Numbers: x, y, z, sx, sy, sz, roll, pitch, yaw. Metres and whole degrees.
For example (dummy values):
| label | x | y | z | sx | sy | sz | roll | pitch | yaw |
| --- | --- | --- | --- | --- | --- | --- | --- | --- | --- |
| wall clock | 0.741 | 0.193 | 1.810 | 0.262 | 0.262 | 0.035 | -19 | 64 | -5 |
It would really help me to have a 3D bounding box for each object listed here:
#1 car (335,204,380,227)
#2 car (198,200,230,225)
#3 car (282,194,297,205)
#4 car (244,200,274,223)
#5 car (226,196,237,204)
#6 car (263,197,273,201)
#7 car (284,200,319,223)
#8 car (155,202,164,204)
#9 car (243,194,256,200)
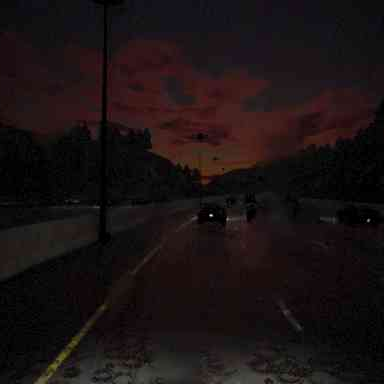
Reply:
| label | x | y | z | sx | sy | sz | roll | pitch | yaw |
| --- | --- | --- | --- | --- | --- | --- | --- | --- | --- |
| car | 11.970 | 1.655 | 24.282 | 2.128 | 1.511 | 4.902 | 1 | 0 | 8 |
| car | 1.584 | 1.591 | 24.931 | 1.994 | 1.385 | 4.181 | 1 | 0 | 7 |
| car | 17.776 | 1.470 | 60.849 | 2.150 | 2.045 | 5.566 | 1 | 0 | 8 |
| car | 5.290 | 1.602 | 26.536 | 1.812 | 1.442 | 4.674 | 1 | 0 | 8 |
| car | 7.764 | 1.622 | 65.441 | 1.837 | 1.490 | 4.892 | 1 | 0 | 9 |
| car | 14.714 | 1.687 | 64.538 | 1.882 | 1.535 | 5.008 | 1 | 0 | 9 |
| car | 8.835 | 1.648 | 26.526 | 1.812 | 1.442 | 4.674 | 1 | 0 | 8 |
| car | -4.712 | 1.516 | 54.329 | 1.994 | 1.385 | 4.181 | 1 | 0 | 9 |
| car | 11.283 | 1.385 | 65.177 | 2.150 | 2.045 | 5.566 | 1 | 0 | 9 |
